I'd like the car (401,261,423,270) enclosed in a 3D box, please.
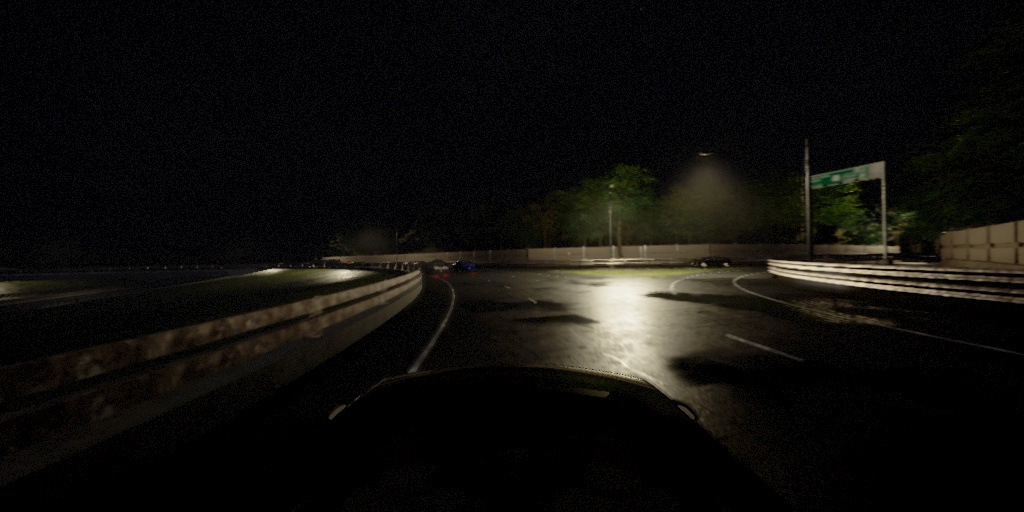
[{"bbox_3d":[-16.453,1.658,58.059,2.033,1.411,5.357,-1,0,-33],"label":"car"}]

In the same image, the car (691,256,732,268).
[{"bbox_3d":[25.751,0.743,46.398,4.892,1.490,1.837,-1,0,0],"label":"car"}]

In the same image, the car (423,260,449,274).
[{"bbox_3d":[-9.577,1.564,45.730,1.895,1.301,4.718,-1,0,-25],"label":"car"}]

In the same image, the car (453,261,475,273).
[{"bbox_3d":[-6.340,1.374,47.050,1.882,1.535,5.008,-1,0,-25],"label":"car"}]
